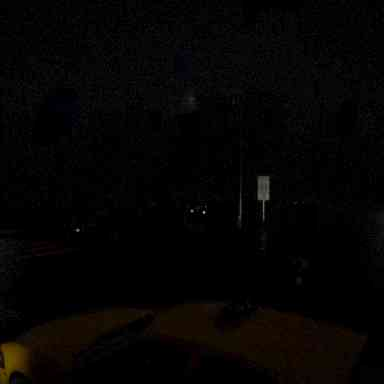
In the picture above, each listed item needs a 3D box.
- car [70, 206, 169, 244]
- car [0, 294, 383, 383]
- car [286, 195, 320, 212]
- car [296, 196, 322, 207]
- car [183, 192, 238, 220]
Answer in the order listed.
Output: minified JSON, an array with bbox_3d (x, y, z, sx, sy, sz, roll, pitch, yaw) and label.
[{"bbox_3d":[-3.086,1.356,15.243,1.882,1.535,5.008,0,0,36],"label":"car"},{"bbox_3d":[0.132,1.525,2.718,4.829,1.417,1.752,0,0,36],"label":"car"},{"bbox_3d":[11.873,1.155,35.826,2.097,1.767,4.553,0,0,36],"label":"car"},{"bbox_3d":[16.658,1.364,47.265,2.033,1.411,5.357,0,0,36],"label":"car"},{"bbox_3d":[1.625,1.047,26.742,2.150,2.045,5.566,0,0,36],"label":"car"}]
